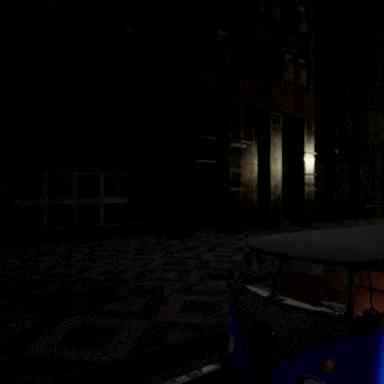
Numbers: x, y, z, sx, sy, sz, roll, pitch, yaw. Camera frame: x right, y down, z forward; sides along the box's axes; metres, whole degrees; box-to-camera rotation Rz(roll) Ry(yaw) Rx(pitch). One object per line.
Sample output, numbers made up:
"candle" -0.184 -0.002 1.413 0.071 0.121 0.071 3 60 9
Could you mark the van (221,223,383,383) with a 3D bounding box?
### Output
"van" 2.211 1.337 4.099 3.998 1.788 1.690 0 0 -35
